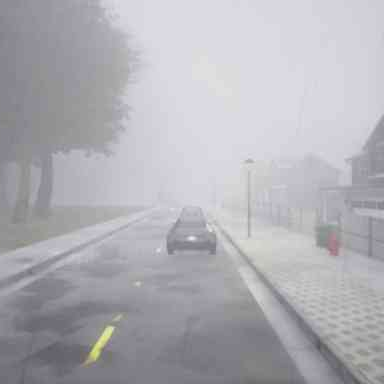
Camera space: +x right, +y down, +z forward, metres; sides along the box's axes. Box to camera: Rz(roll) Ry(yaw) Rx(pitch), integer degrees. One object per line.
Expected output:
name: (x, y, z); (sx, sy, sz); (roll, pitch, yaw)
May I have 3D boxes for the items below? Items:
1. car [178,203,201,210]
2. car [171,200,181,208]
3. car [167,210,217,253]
car: (-0.007, 1.888, 29.117); (1.895, 1.301, 4.718); (0, -1, 0)
car: (-2.773, 2.185, 60.458); (1.994, 1.385, 4.181); (0, -1, 0)
car: (-0.002, 1.703, 14.301); (1.994, 1.385, 4.181); (0, -1, 0)
